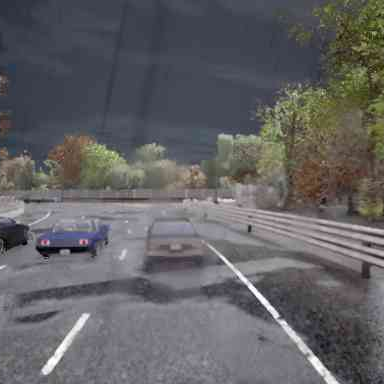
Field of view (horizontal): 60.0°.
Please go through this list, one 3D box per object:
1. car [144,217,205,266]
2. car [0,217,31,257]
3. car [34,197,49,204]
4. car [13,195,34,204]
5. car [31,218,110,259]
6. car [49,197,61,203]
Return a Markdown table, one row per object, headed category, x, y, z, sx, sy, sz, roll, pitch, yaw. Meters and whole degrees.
| category | x | y | z | sx | sy | sz | roll | pitch | yaw |
| --- | --- | --- | --- | --- | --- | --- | --- | --- | --- |
| car | -0.708 | 1.603 | 11.818 | 2.033 | 1.411 | 5.357 | 0 | 0 | -6 |
| car | -7.939 | 1.646 | 13.176 | 1.994 | 1.385 | 4.181 | 0 | 0 | -7 |
| car | -35.603 | 1.885 | 76.861 | 5.008 | 1.535 | 1.882 | 0 | 0 | 43 |
| car | -38.102 | 1.633 | 74.409 | 5.566 | 2.045 | 2.150 | 0 | 0 | 43 |
| car | -4.370 | 1.672 | 13.010 | 1.895 | 1.301 | 4.718 | 0 | 0 | -7 |
| car | -33.127 | 1.948 | 79.335 | 5.357 | 1.411 | 2.033 | 0 | 0 | 43 |
